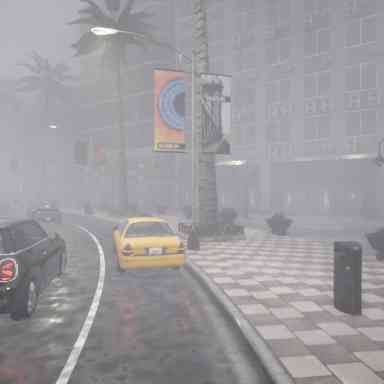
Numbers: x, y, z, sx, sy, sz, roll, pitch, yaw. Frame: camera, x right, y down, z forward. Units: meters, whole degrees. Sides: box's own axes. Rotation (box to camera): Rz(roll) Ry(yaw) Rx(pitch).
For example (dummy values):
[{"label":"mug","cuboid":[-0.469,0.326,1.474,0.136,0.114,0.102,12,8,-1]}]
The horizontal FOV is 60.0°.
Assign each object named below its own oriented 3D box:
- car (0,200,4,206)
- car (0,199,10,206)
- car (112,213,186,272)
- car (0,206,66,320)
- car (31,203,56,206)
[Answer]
[{"label":"car","cuboid":[-14.241,1.465,22.684,1.882,1.535,5.008,0,0,-33]},{"label":"car","cuboid":[-21.260,1.474,35.620,4.902,1.511,2.128,0,0,40]},{"label":"car","cuboid":[-1.584,1.456,10.823,1.801,1.575,5.366,0,0,-15]},{"label":"car","cuboid":[-4.171,1.348,7.291,2.097,1.767,4.553,0,0,-11]},{"label":"car","cuboid":[-10.329,1.484,23.023,2.128,1.511,4.902,0,0,-31]}]
